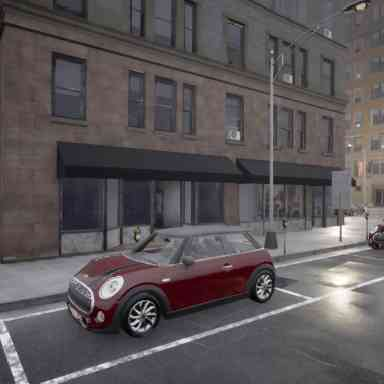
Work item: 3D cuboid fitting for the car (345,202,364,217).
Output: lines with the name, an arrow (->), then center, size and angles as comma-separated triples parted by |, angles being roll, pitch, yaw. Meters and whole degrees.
car -> 12.354, 1.253, 29.695 | 2.097, 1.767, 4.553 | 1, 0, -36

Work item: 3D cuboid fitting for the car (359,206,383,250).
car -> 8.648, 1.445, 12.963 | 4.097, 1.590, 1.967 | 0, 0, -36

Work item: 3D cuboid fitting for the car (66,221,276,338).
car -> -0.282, 1.441, 6.563 | 4.097, 1.590, 1.967 | 0, 0, -36
